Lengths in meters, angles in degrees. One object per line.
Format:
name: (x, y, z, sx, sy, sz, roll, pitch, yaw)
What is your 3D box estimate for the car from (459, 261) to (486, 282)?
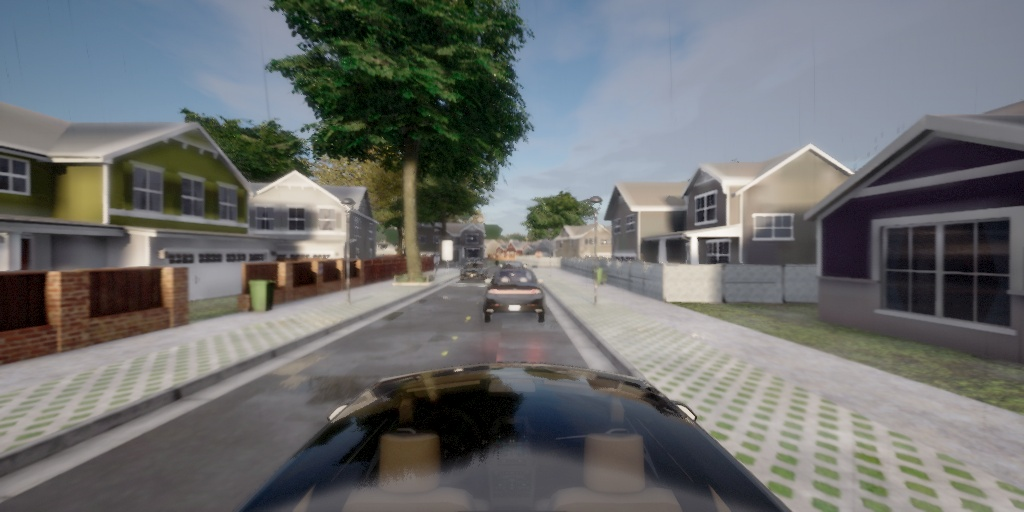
car: (-2.837, 1.126, 27.514, 1.837, 1.490, 4.892, 0, 0, 0)

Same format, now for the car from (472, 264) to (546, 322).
car: (0.078, 1.189, 12.084, 2.128, 1.511, 4.902, 0, 0, 0)

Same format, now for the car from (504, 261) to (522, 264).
car: (0.078, 1.098, 27.626, 1.882, 1.535, 5.008, 0, 0, 0)
